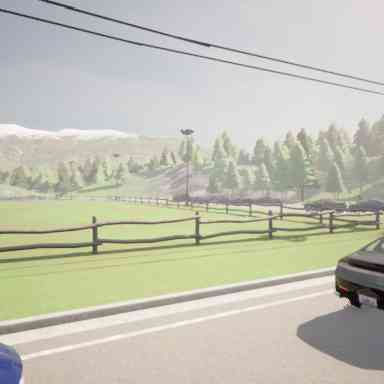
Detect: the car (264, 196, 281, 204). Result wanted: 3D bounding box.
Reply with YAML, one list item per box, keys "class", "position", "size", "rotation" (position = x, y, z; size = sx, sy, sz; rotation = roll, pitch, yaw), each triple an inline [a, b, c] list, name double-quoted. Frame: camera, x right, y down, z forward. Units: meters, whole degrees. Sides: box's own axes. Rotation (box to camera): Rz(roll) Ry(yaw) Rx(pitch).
- class: "car"
  position: [14.665, 1.528, 64.012]
  size: [2.033, 1.411, 5.357]
  rotation: [0, 0, -29]

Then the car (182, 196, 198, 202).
- class: "car"
  position: [-0.429, 1.538, 76.903]
  size: [1.994, 1.385, 4.181]
  rotation: [0, 0, -29]

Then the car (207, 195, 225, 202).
- class: "car"
  position: [5.730, 1.482, 80.230]
  size: [1.837, 1.490, 4.892]
  rotation: [0, 0, -29]

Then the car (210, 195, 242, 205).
- class: "car"
  position: [5.882, 1.533, 58.179]
  size: [2.033, 1.411, 5.357]
  rotation: [0, 0, -29]

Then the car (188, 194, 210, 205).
- class: "car"
  position: [1.380, 1.513, 59.130]
  size: [1.812, 1.442, 4.674]
  rotation: [0, 0, -29]

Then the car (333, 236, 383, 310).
- class: "car"
  position: [4.890, 1.489, 6.390]
  size: [4.902, 1.511, 2.128]
  rotation: [0, 0, -29]

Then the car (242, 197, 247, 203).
- class: "car"
  position: [7.485, 1.462, 62.560]
  size: [1.882, 1.535, 5.008]
  rotation: [0, 0, -29]

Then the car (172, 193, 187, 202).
- class: "car"
  position: [-2.506, 1.212, 73.417]
  size: [2.150, 2.045, 5.566]
  rotation: [0, 0, -29]

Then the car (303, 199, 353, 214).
- class: "car"
  position: [14.120, 1.479, 35.709]
  size: [2.128, 1.511, 4.902]
  rotation: [0, 0, -29]

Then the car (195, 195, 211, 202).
- class: "car"
  position: [2.636, 1.536, 78.592]
  size: [1.994, 1.385, 4.181]
  rotation: [0, 0, -29]

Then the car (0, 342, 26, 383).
- class: "car"
  position: [-3.477, 1.527, 1.748]
  size: [4.674, 1.442, 1.812]
  rotation: [0, 0, -29]

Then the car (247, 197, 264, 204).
- class: "car"
  position: [11.023, 1.584, 63.380]
  size: [1.895, 1.301, 4.718]
  rotation: [0, 0, -29]

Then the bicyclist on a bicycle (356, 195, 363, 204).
- class: "bicyclist on a bicycle"
  position: [25.970, 1.282, 51.523]
  size: [1.656, 1.620, 0.582]
  rotation: [0, 0, -29]

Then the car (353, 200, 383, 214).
- class: "car"
  position: [18.721, 1.511, 34.576]
  size: [1.812, 1.442, 4.674]
  rotation: [0, 0, -29]
